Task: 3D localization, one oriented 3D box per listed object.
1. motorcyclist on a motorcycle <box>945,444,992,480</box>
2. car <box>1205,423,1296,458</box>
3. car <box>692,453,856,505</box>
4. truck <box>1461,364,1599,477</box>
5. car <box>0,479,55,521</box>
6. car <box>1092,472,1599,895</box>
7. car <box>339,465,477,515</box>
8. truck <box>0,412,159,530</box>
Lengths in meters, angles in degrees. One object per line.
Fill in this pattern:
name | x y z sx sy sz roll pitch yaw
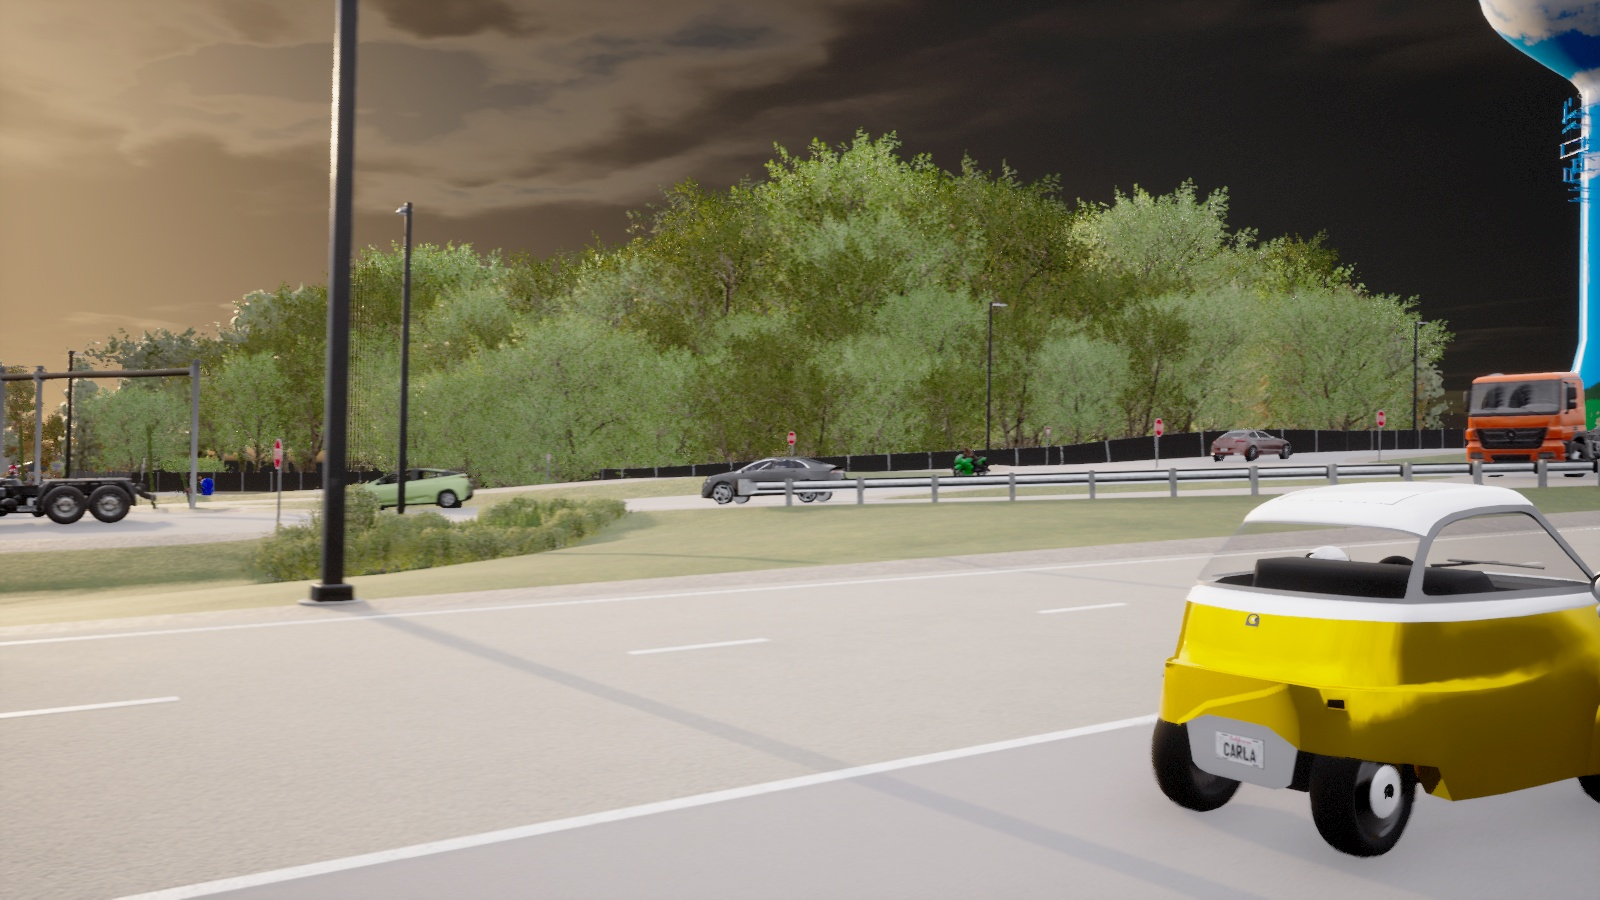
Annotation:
motorcyclist on a motorcycle | 7.793 0.542 58.009 2.044 1.523 0.797 -3 2 -33
car | 23.532 -0.509 65.543 5.027 1.651 2.152 -3 1 -40
car | -0.832 0.960 40.977 4.902 1.511 2.128 -2 -2 18
truck | 25.496 -1.001 42.074 7.936 3.462 2.891 -2 1 -38
car | -29.611 1.847 46.416 3.806 1.475 1.970 -2 -2 31
car | 2.602 0.808 5.470 2.207 1.376 1.481 0 0 -35
car | -14.260 1.489 45.896 4.514 1.525 2.007 -3 -3 -8
truck | -23.981 0.619 38.006 7.936 3.462 2.891 -1 0 -31
